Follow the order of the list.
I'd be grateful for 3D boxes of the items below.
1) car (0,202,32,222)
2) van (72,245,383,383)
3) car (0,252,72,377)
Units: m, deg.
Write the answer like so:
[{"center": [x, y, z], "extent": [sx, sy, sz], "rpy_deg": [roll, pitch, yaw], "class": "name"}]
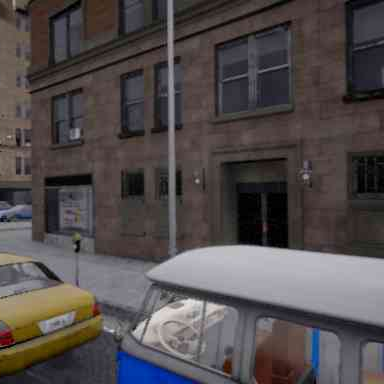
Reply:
[{"center": [-14.214, 1.777, 28.669], "extent": [2.033, 1.411, 5.357], "rpy_deg": [-1, -1, 36], "class": "car"}, {"center": [1.259, 1.341, 1.961], "extent": [3.998, 1.788, 1.690], "rpy_deg": [0, -1, 36], "class": "van"}, {"center": [-3.499, 1.546, 5.353], "extent": [4.829, 1.417, 1.752], "rpy_deg": [0, -1, 36], "class": "car"}]
